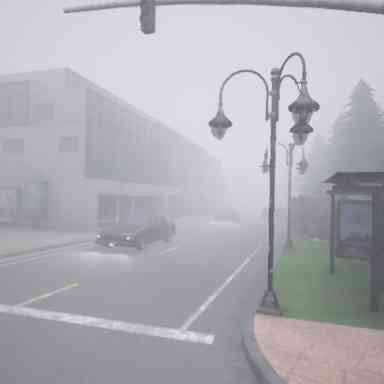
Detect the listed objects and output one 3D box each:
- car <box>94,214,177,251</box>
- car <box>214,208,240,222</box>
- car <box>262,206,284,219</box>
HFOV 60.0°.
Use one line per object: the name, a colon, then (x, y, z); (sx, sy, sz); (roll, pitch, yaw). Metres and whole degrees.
car: (-2.404, 1.798, 15.916); (2.033, 1.411, 5.357); (1, -1, 18)
car: (3.636, 2.296, 33.951); (1.994, 1.385, 4.181); (1, -1, 19)
car: (9.936, 2.504, 41.321); (1.882, 1.535, 5.008); (1, -1, 19)
